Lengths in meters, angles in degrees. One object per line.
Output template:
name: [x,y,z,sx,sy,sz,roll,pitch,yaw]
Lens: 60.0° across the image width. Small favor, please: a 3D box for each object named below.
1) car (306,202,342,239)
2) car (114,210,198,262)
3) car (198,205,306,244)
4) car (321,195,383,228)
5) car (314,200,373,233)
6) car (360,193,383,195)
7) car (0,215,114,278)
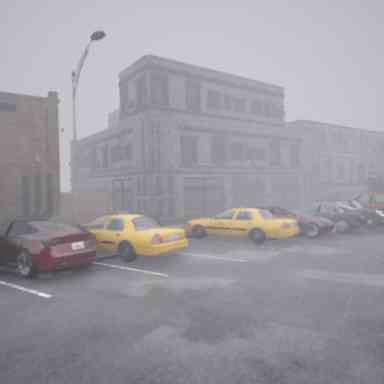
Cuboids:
car: [4.682,1.412,16.866,4.792,1.488,2.163,-1,-1,35]
car: [-2.666,1.448,11.901,5.366,1.575,1.946,-1,0,35]
car: [2.113,1.404,15.295,5.366,1.575,1.946,-1,0,35]
car: [9.417,1.218,20.313,4.553,1.767,2.185,-1,-1,35]
car: [7.053,1.364,18.582,4.892,1.521,2.231,-1,0,35]
car: [11.803,1.075,22.001,5.566,2.045,2.435,-1,0,35]
car: [-4.929,1.501,10.109,4.792,1.488,2.163,-1,0,35]
